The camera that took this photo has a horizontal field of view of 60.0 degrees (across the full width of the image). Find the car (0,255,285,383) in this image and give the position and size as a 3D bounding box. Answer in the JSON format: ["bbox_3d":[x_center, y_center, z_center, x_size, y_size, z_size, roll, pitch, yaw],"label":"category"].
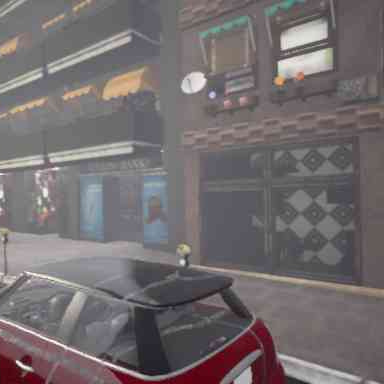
[{"bbox_3d":[-1.200,1.436,3.610,4.097,1.590,1.967,0,-1,36],"label":"car"}]
